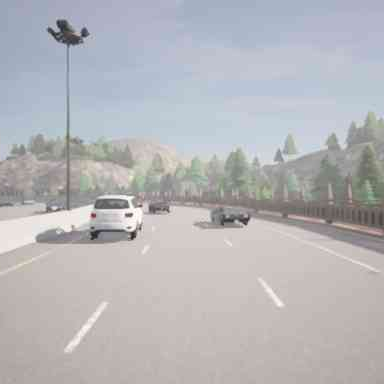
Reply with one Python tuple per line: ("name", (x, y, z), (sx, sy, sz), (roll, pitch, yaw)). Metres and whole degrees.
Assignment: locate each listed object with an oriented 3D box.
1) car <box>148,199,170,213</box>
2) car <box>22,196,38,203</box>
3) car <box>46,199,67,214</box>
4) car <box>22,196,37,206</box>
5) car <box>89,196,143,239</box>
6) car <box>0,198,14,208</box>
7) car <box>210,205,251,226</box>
("car", (-3.648, 1.487, 36.276), (2.128, 1.511, 4.902), (0, 0, -15))
("car", (-35.327, 1.560, 72.308), (1.882, 1.535, 5.008), (0, 0, -42))
("car", (-14.779, 1.507, 36.381), (2.128, 1.511, 4.902), (0, 0, -17))
("car", (-28.213, 1.715, 57.453), (1.895, 1.301, 4.718), (0, 0, -32))
("car", (-3.835, 1.209, 17.439), (2.150, 2.045, 5.566), (0, 0, -5))
("car", (-28.519, 1.644, 51.282), (2.033, 1.411, 5.357), (0, 0, -28))
("car", (2.546, 1.584, 23.361), (1.895, 1.301, 4.718), (0, 0, -7))
